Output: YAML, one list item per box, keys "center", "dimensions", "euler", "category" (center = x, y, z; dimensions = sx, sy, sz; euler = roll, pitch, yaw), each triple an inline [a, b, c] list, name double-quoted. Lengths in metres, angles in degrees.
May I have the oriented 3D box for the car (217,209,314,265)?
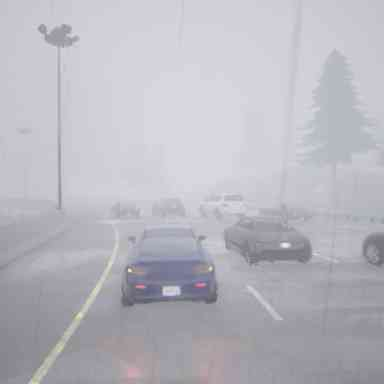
- center: [2.416, 1.508, 11.633]
  dimensions: [1.994, 1.385, 4.181]
  euler: [0, 0, -8]
  category: "car"

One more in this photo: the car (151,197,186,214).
- center: [-2.130, 1.252, 28.768]
  dimensions: [2.097, 1.767, 4.553]
  euler: [0, 0, -20]
  category: "car"

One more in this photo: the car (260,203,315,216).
- center: [6.762, 1.475, 24.383]
  dimensions: [1.895, 1.301, 4.718]
  euler: [0, 0, -16]
  category: "car"

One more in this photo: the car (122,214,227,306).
- center: [-0.575, 1.498, 7.917]
  dimensions: [1.812, 1.442, 4.674]
  euler: [0, 0, -6]
  category: "car"

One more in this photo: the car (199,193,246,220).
- center: [2.377, 1.107, 26.760]
  dimensions: [2.150, 2.045, 5.566]
  euler: [0, 0, -19]
  category: "car"

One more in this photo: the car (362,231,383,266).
- center: [6.372, 1.442, 8.458]
  dimensions: [1.837, 1.490, 4.892]
  euler: [0, 0, -5]
  category: "car"

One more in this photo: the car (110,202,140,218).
- center: [-5.980, 1.517, 29.248]
  dimensions: [1.895, 1.301, 4.718]
  euler: [0, 0, -22]
  category: "car"

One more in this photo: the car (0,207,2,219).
- center: [-15.722, 1.471, 25.103]
  dimensions: [2.128, 1.511, 4.902]
  euler: [0, 0, -21]
  category: "car"
